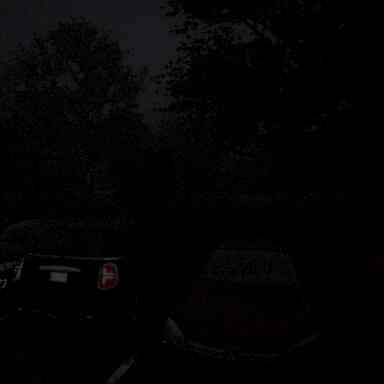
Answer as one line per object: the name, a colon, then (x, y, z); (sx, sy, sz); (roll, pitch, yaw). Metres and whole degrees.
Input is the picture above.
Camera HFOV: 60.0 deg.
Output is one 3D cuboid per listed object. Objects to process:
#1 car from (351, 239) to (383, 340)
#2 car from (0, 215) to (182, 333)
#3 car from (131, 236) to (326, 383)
car: (3.403, 1.240, 3.714); (2.435, 2.045, 5.566); (0, -1, 15)
car: (-1.467, 1.330, 7.086); (2.185, 1.767, 4.553); (0, -1, 15)
car: (0.977, 1.513, 5.405); (2.002, 1.452, 4.674); (1, 0, 15)
